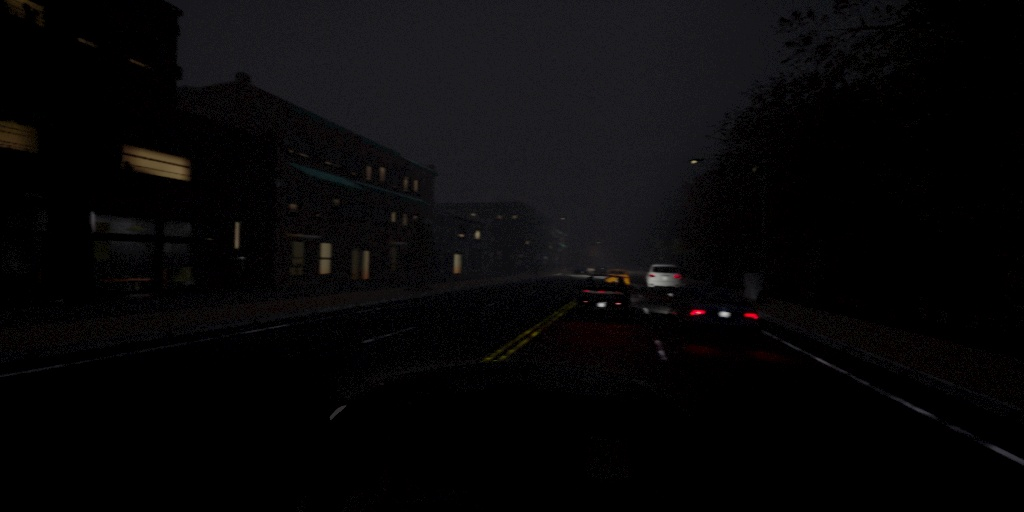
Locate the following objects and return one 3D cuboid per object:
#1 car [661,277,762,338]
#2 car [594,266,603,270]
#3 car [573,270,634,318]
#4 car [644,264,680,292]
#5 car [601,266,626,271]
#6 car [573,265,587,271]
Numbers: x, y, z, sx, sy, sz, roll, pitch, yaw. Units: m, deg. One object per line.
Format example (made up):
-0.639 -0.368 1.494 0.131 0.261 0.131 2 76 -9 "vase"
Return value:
6.243 1.601 11.582 2.033 1.411 5.357 1 -1 18 "car"
14.328 2.364 57.854 2.128 1.511 4.902 1 -1 18 "car"
3.840 1.515 14.626 2.128 1.511 4.902 1 -1 18 "car"
11.201 1.611 26.821 2.150 2.045 5.566 1 -1 19 "car"
8.858 1.841 30.080 1.882 1.535 5.008 1 0 18 "car"
11.233 2.275 58.839 1.882 1.535 5.008 1 -1 18 "car"
